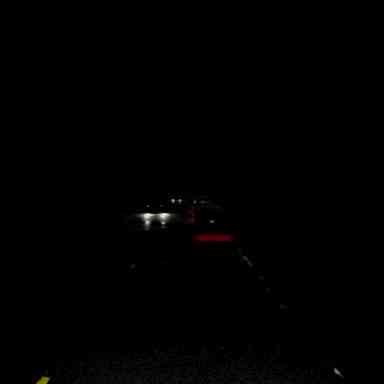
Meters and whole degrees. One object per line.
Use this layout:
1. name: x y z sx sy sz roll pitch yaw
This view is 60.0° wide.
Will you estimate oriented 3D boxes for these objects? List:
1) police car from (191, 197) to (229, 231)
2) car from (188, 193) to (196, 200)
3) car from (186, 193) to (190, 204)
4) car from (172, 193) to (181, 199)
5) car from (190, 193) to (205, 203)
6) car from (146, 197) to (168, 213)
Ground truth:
1. police car: 1.054 1.308 19.842 1.930 1.638 5.238 0 0 0
2. car: 0.013 0.940 75.333 1.837 1.490 4.892 0 0 0
3. car: 0.010 1.171 53.923 1.882 1.535 5.008 0 0 0
4. car: -3.487 0.932 76.640 1.837 1.490 4.892 0 0 0
5. car: 1.056 1.143 35.703 2.097 1.767 4.553 0 0 0
6. car: -3.588 1.276 34.549 1.882 1.535 5.008 0 0 0
